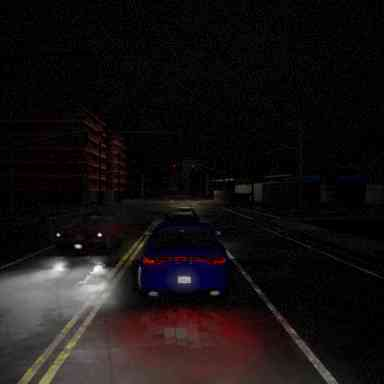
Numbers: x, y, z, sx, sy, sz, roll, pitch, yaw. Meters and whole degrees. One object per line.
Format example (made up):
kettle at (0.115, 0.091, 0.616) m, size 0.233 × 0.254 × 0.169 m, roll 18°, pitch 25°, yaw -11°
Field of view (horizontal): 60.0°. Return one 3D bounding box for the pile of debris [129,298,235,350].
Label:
pile of debris at (-0.175, 2.175, 5.675) m, size 1.500 × 0.140 × 1.860 m, roll 0°, pitch 0°, yaw -2°

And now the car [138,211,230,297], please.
car at (-0.216, 1.478, 8.646) m, size 1.882 × 1.535 × 5.008 m, roll 0°, pitch 0°, yaw -2°

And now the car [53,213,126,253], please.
car at (-4.058, 1.601, 13.887) m, size 1.895 × 1.301 × 4.718 m, roll 0°, pitch 0°, yaw -2°
